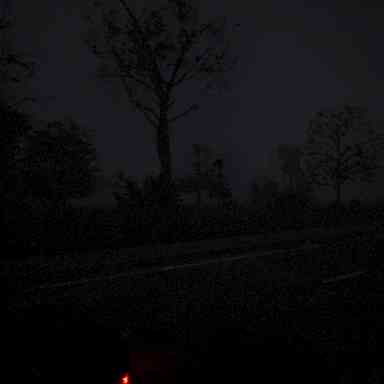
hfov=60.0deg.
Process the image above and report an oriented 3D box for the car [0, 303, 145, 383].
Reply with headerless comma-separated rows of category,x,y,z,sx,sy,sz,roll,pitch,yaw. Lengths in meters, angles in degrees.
car,-2.934,1.545,1.888,5.357,1.411,2.033,0,0,-36
